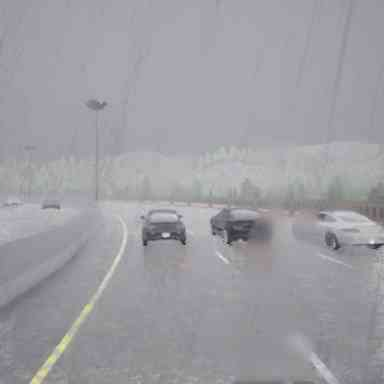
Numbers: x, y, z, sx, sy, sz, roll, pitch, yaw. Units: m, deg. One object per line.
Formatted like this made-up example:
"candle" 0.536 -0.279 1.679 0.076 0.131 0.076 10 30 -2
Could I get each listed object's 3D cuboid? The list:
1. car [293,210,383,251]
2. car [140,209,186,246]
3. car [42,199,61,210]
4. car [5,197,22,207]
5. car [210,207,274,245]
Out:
"car" 5.907 1.484 13.805 1.812 1.442 4.674 0 0 -8
"car" -1.366 1.510 15.306 1.812 1.442 4.674 0 0 -9
"car" -18.201 1.577 42.978 1.994 1.385 4.181 0 0 -28
"car" -28.039 1.563 52.275 1.812 1.442 4.674 0 0 -35
"car" 2.128 1.449 15.515 1.882 1.535 5.008 0 0 -9
